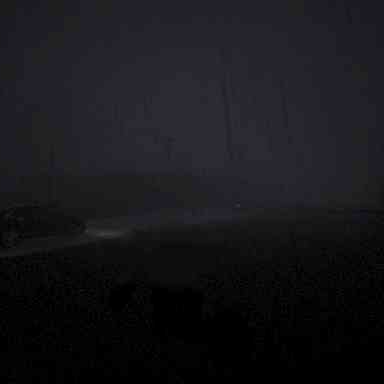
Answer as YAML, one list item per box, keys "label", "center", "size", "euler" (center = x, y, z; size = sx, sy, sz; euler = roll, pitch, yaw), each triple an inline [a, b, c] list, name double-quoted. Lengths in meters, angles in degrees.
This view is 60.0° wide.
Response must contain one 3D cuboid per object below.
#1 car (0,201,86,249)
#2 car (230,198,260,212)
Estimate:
- label: "car"
  center: [-6.555, 1.252, 13.539]
  size: [1.837, 1.490, 4.892]
  euler: [-1, 0, 30]
- label: "car"
  center: [5.438, 1.274, 33.690]
  size: [1.994, 1.385, 4.181]
  euler: [1, 1, 30]
